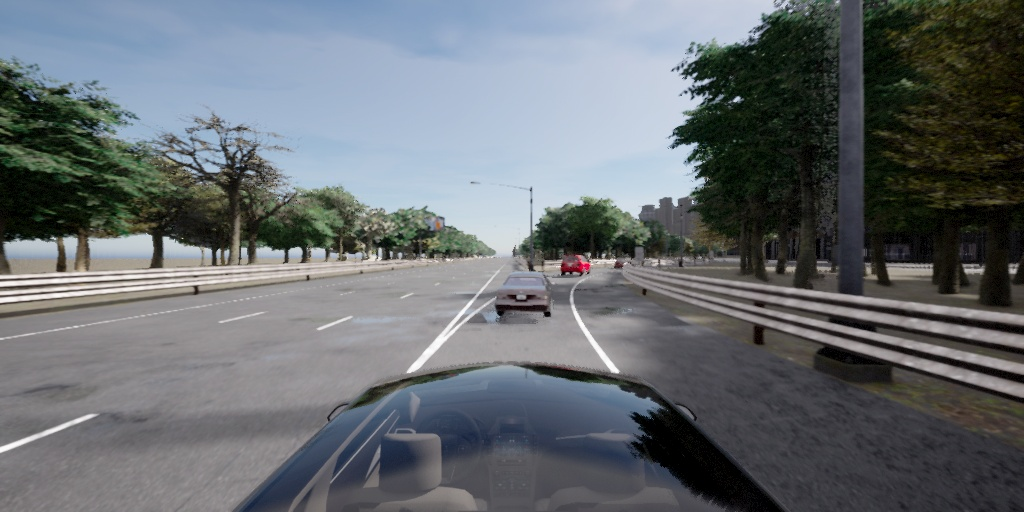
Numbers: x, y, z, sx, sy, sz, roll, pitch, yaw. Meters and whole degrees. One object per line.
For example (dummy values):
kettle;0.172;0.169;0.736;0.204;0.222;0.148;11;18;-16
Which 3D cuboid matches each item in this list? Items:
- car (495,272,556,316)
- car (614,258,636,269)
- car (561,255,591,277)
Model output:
car;0.599;1.290;13.370;2.033;1.411;5.357;0;0;7
car;17.572;1.042;55.394;2.097;1.767;4.553;0;0;37
car;6.485;0.969;36.156;2.150;2.045;5.566;0;0;23
